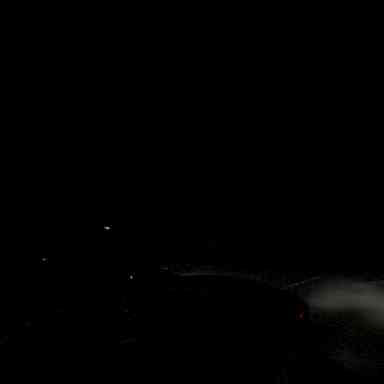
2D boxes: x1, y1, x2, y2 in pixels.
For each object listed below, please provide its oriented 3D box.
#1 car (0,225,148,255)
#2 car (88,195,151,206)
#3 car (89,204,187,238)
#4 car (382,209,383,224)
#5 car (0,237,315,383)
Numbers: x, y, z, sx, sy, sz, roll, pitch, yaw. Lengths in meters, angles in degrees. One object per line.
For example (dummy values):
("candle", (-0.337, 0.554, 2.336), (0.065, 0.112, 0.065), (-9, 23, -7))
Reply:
("car", (-3.636, 1.547, 5.469), (5.357, 1.411, 2.033), (0, 0, -36))
("car", (-4.641, 1.221, 18.294), (5.566, 2.045, 2.150), (0, 0, -41))
("car", (-2.454, 1.491, 15.635), (4.902, 1.511, 2.128), (0, 0, -42))
("car", (15.178, 1.351, 24.061), (2.097, 1.767, 4.553), (0, 0, 37))
("car", (-0.680, 1.490, 3.423), (4.902, 1.511, 2.128), (0, 0, -37))
